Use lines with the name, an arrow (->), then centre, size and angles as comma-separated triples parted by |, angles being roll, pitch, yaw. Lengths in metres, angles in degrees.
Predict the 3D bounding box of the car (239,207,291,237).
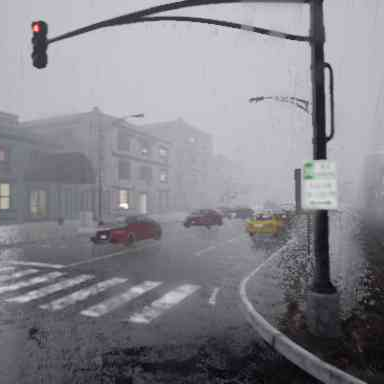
car -> 4.465, 1.795, 19.706 | 1.752, 1.417, 4.829 | -1, -1, 24

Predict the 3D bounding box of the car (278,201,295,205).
car -> 13.913, 2.174, 47.055 | 2.097, 1.767, 4.553 | -1, -2, 24

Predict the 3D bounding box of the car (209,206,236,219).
car -> 3.562, 2.328, 38.121 | 1.802, 1.307, 4.206 | -1, -1, 24

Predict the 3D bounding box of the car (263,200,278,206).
car -> 14.907, 2.535, 63.355 | 2.192, 1.841, 5.009 | -1, -1, 24

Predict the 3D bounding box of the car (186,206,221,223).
car -> 1.223, 2.175, 32.922 | 1.752, 1.417, 4.829 | -1, -1, 24

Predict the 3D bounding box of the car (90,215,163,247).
car -> -3.191, 1.872, 16.812 | 1.994, 1.385, 4.181 | -1, -2, 24

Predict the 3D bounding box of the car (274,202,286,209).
car -> 19.447, 2.993, 73.439 | 1.802, 1.307, 4.206 | -1, -1, 24

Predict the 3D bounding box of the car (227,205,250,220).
car -> 5.157, 2.145, 35.345 | 2.128, 1.511, 4.902 | -1, -2, 24

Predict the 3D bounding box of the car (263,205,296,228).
car -> 6.664, 1.911, 24.596 | 2.008, 1.369, 4.403 | -1, -1, 24

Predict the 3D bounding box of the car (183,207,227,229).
car -> 0.900, 2.041, 25.899 | 1.994, 1.385, 4.181 | -1, -2, 24

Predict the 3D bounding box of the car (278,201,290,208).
car -> 21.716, 2.948, 78.488 | 1.967, 1.590, 4.097 | -1, -1, 24
